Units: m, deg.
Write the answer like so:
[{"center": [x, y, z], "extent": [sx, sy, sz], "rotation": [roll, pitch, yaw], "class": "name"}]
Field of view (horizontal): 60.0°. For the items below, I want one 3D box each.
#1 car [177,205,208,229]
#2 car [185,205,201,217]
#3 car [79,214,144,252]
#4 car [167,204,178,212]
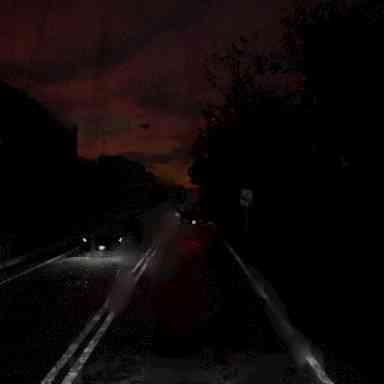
[{"center": [0.129, 1.835, 24.348], "extent": [1.837, 1.490, 4.892], "rotation": [0, -2, 0], "class": "car"}, {"center": [0.183, 2.310, 41.644], "extent": [1.895, 1.301, 4.718], "rotation": [0, -1, 0], "class": "car"}, {"center": [-3.339, 1.721, 14.987], "extent": [2.033, 1.411, 5.357], "rotation": [0, -1, 0], "class": "car"}, {"center": [-3.173, 2.632, 55.897], "extent": [1.895, 1.301, 4.718], "rotation": [0, -1, 1], "class": "car"}]
